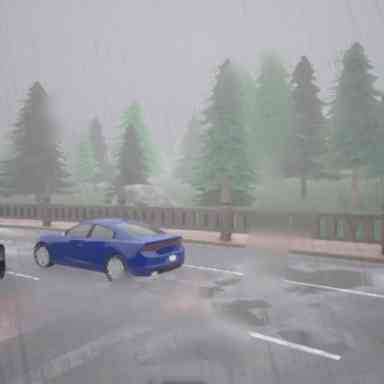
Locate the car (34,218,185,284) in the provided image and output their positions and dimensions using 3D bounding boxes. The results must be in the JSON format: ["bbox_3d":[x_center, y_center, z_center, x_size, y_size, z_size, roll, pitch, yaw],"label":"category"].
[{"bbox_3d":[-2.564,1.509,9.729,5.008,1.535,1.882,0,0,33],"label":"car"}]

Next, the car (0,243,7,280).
[{"bbox_3d":[-6.625,1.486,8.148,5.008,1.535,1.882,0,0,32],"label":"car"}]
